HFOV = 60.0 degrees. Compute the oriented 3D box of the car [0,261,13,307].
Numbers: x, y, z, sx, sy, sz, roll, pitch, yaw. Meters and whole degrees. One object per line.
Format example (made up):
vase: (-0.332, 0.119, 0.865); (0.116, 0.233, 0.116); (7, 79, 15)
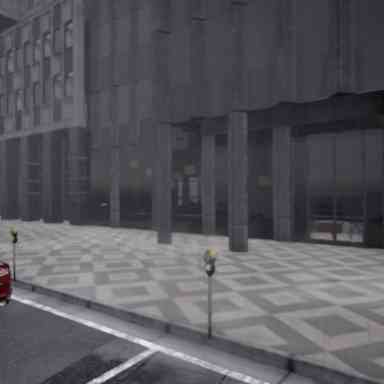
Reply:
car: (-5.381, 1.596, 6.677); (4.507, 1.381, 1.887); (0, 0, 35)
